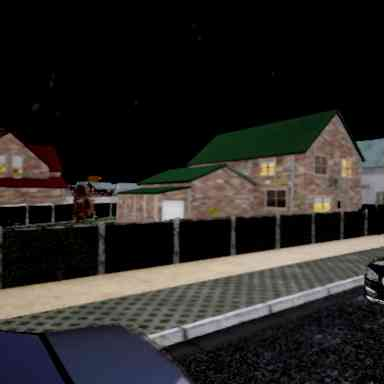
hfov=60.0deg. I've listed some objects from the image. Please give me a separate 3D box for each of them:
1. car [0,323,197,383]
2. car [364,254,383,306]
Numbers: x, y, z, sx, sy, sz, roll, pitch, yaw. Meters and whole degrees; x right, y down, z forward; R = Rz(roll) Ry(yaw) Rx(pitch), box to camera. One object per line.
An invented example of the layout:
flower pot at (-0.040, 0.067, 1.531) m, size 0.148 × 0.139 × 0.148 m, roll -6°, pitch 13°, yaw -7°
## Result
car at (-2.353, 1.554, 1.394) m, size 5.357 × 1.411 × 2.033 m, roll 1°, pitch -1°, yaw -35°
car at (5.597, 1.577, 7.204) m, size 4.902 × 1.511 × 2.128 m, roll 1°, pitch -1°, yaw -37°
